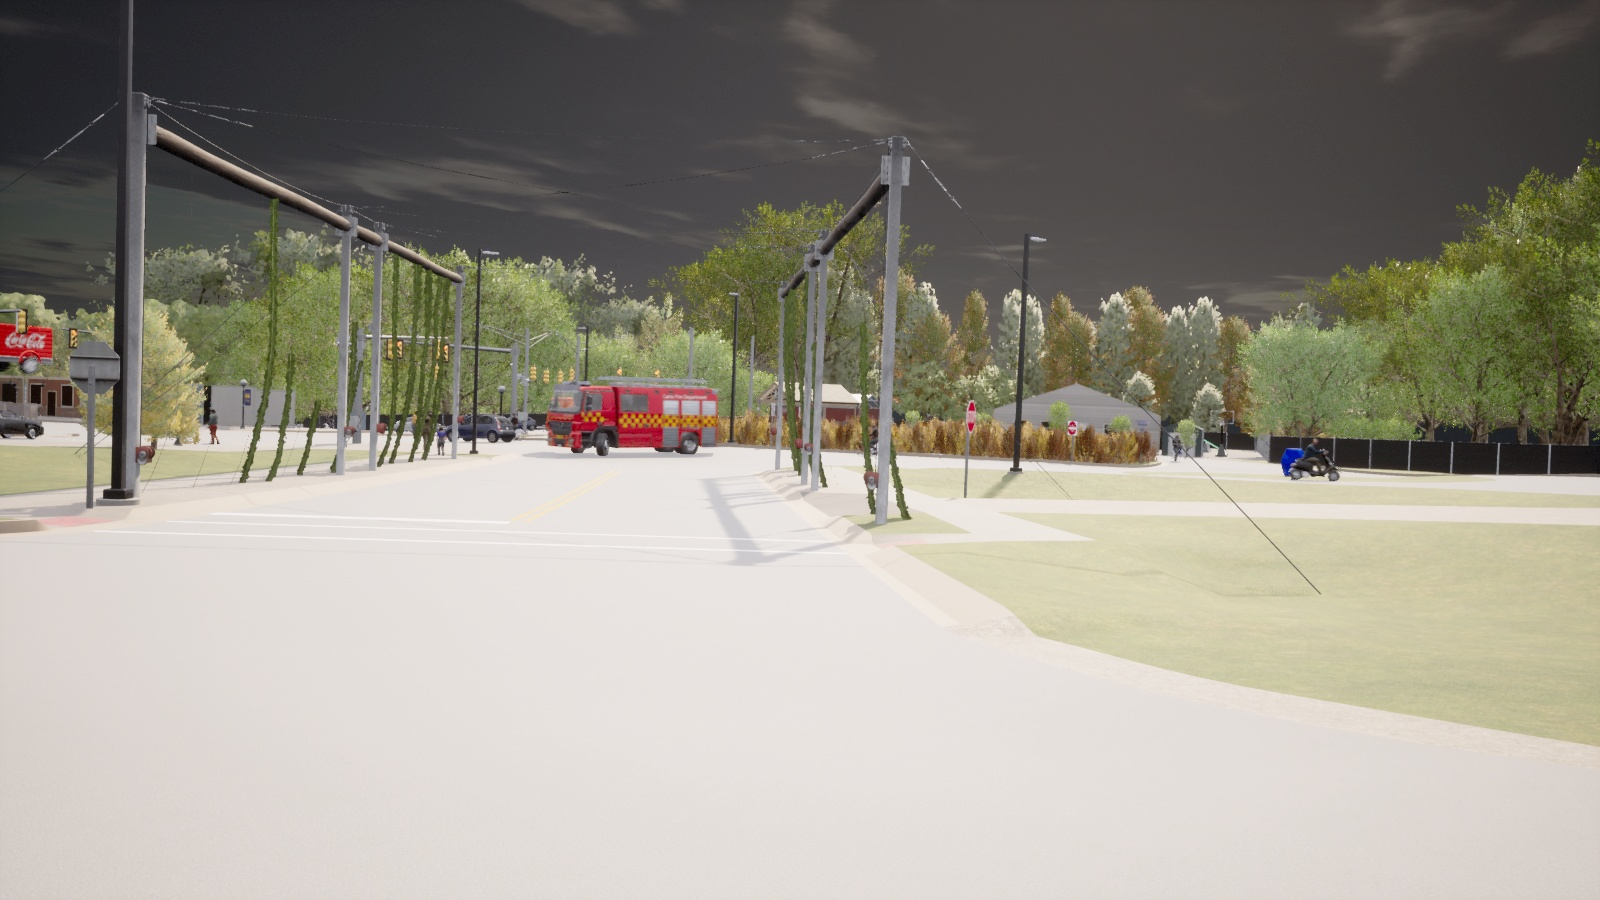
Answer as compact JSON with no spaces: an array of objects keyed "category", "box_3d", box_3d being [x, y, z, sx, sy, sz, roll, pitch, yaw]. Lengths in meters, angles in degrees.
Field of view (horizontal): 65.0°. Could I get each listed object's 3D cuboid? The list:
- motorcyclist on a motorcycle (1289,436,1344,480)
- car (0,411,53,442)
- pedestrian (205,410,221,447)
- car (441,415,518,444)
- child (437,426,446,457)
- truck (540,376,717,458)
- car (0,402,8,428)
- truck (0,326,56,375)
[{"category":"motorcyclist on a motorcycle","box_3d":[19.295,0.298,46.935,1.817,1.590,0.866,2,-1,20]},{"category":"car","box_3d":[-39.791,-1.177,61.953,2.128,1.511,4.902,2,1,16]},{"category":"pedestrian","box_3d":[-29.783,-1.074,63.716,0.614,1.847,0.353,3,2,11]},{"category":"car","box_3d":[-18.557,-1.212,72.719,3.988,1.617,1.851,1,2,20]},{"category":"child","box_3d":[-14.830,-0.363,51.931,0.270,1.263,0.437,1,3,-20]},{"category":"truck","box_3d":[-8.431,-1.654,62.553,8.468,3.827,2.891,-1,3,-40]},{"category":"car","box_3d":[-53.729,-2.290,80.723,5.027,1.651,2.152,2,2,21]},{"category":"truck","box_3d":[-43.565,-5.456,67.796,2.627,2.467,5.204,5,3,21]}]
